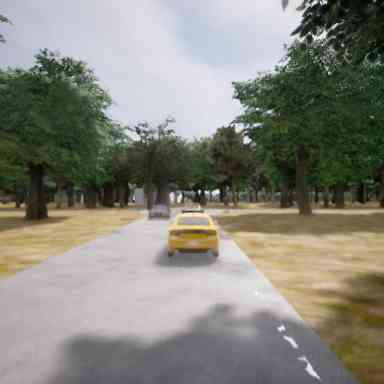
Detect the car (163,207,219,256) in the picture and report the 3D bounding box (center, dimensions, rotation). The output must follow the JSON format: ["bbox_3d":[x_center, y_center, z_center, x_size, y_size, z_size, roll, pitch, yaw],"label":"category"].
[{"bbox_3d":[0.058,1.612,13.773,1.882,1.535,5.008,0,0,1],"label":"car"}]

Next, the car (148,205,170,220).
[{"bbox_3d":[-3.038,1.962,32.120,1.994,1.385,4.181,0,-1,1],"label":"car"}]

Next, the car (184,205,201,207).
[{"bbox_3d":[0.050,1.809,27.100,2.128,1.511,4.902,0,-1,1],"label":"car"}]
